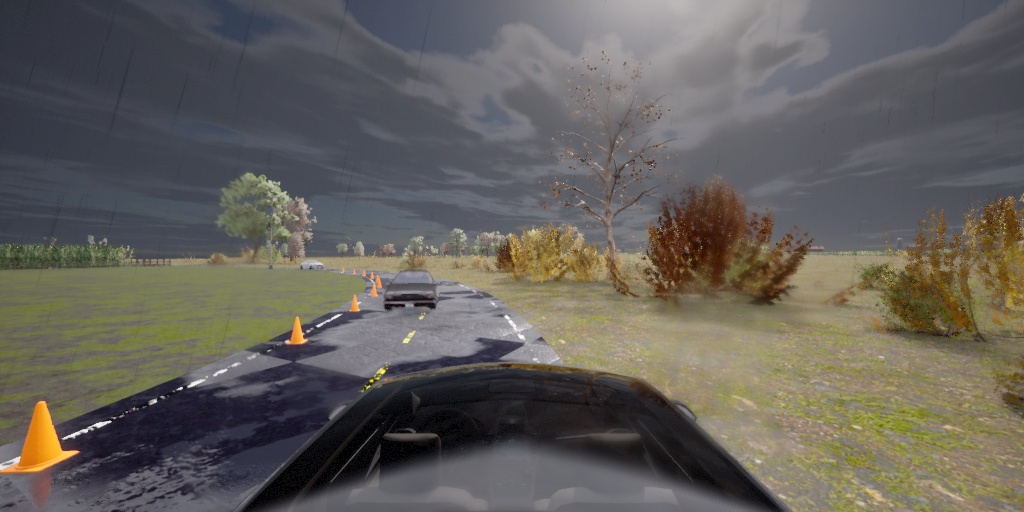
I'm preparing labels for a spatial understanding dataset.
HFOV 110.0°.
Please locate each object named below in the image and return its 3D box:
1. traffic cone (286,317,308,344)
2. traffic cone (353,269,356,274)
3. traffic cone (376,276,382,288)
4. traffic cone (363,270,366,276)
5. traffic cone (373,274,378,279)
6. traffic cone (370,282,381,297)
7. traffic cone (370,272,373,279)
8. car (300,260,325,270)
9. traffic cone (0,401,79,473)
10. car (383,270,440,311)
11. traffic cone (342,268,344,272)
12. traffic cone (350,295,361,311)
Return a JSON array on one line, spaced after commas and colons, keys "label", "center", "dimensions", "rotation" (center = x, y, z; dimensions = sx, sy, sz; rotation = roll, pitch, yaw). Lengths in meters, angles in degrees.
[{"label": "traffic cone", "center": [-4.952, 1.700, 8.264], "dimensions": [0.340, 0.580, 0.340], "rotation": [0, 0, -7]}, {"label": "traffic cone", "center": [-17.269, 1.671, 39.266], "dimensions": [0.340, 0.580, 0.340], "rotation": [0, 0, -36]}, {"label": "traffic cone", "center": [-8.258, 1.682, 22.307], "dimensions": [0.340, 0.580, 0.340], "rotation": [0, 0, -20]}, {"label": "traffic cone", "center": [-14.554, 1.669, 35.287], "dimensions": [0.340, 0.580, 0.340], "rotation": [0, 0, -32]}, {"label": "traffic cone", "center": [-10.036, 1.675, 26.784], "dimensions": [0.340, 0.580, 0.340], "rotation": [0, 0, -24]}, {"label": "traffic cone", "center": [-6.812, 1.690, 17.711], "dimensions": [0.340, 0.580, 0.340], "rotation": [0, 0, -15]}, {"label": "traffic cone", "center": [-12.139, 1.671, 31.118], "dimensions": [0.340, 0.580, 0.340], "rotation": [0, 0, -28]}, {"label": "car", "center": [-29.941, 1.276, 53.671], "dimensions": [4.674, 1.442, 1.812], "rotation": [0, -1, 35]}, {"label": "traffic cone", "center": [-4.547, 1.704, 3.463], "dimensions": [0.340, 0.580, 0.340], "rotation": [0, 0, -3]}, {"label": "car", "center": [-4.020, 1.292, 14.765], "dimensions": [2.033, 1.411, 5.357], "rotation": [0, 0, -12]}, {"label": "traffic cone", "center": [-20.267, 1.674, 43.038], "dimensions": [0.340, 0.580, 0.340], "rotation": [0, 0, -41]}, {"label": "traffic cone", "center": [-5.709, 1.695, 13.022], "dimensions": [0.340, 0.580, 0.340], "rotation": [0, 0, -11]}]
